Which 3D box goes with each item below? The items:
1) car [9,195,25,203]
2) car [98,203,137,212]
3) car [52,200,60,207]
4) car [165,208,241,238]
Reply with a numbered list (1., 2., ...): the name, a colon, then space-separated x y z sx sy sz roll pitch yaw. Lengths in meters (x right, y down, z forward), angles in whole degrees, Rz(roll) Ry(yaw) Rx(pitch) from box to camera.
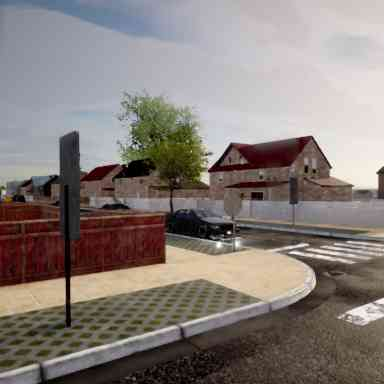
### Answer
1. car: -40.703 1.645 78.060 2.150 2.045 5.566 -1 0 -37
2. car: -6.090 1.652 27.057 1.837 1.490 4.892 -1 0 -37
3. car: -15.006 1.729 39.013 1.837 1.490 4.892 -1 0 -36
4. car: 0.246 1.639 18.588 2.033 1.411 5.357 -1 0 -37
